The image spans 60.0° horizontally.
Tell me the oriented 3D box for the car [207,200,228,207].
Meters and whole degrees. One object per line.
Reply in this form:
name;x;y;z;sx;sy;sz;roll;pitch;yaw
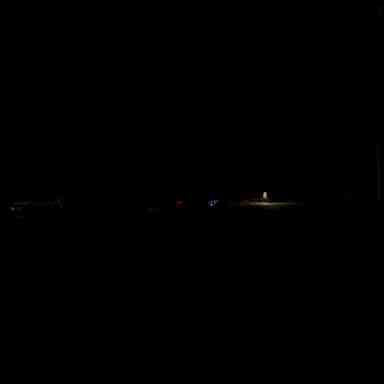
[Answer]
car;4.953;2.108;63.682;1.895;1.301;4.718;-1;-1;35

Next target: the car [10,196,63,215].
car;-17.081;1.444;36.881;2.150;2.045;5.566;-1;-1;35

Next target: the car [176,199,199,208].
car;-0.723;1.910;55.404;2.128;1.511;4.902;-1;-1;35

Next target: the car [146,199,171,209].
car;-5.372;1.888;53.728;1.882;1.535;5.008;-1;-1;35
